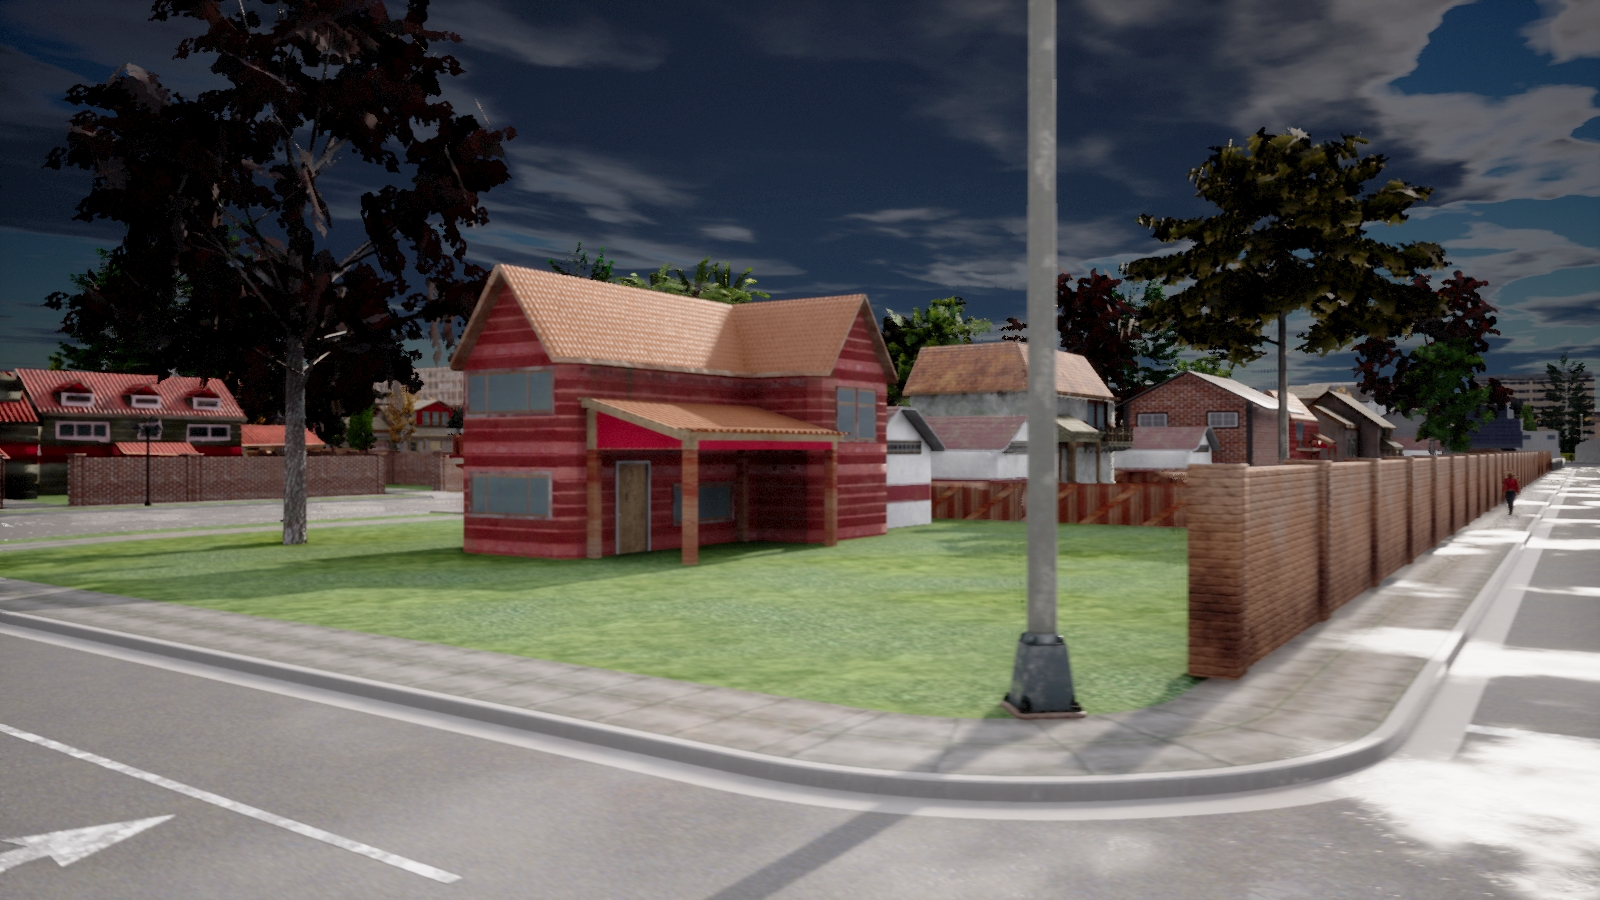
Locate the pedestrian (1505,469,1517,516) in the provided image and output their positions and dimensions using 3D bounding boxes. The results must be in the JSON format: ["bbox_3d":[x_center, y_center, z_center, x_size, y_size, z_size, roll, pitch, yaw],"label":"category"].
[{"bbox_3d":[28.526,1.698,45.853,0.375,1.860,0.375,0,0,34],"label":"pedestrian"}]
